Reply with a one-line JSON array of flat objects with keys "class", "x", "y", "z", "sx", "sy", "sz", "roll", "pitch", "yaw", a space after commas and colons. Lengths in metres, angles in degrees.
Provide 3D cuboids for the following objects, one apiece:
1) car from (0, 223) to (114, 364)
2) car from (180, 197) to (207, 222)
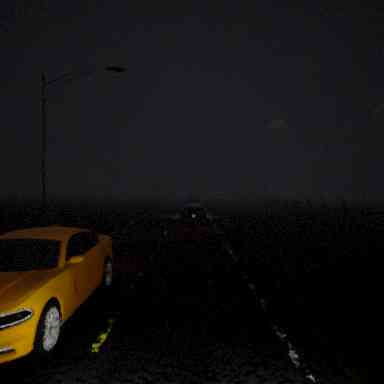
[{"class": "car", "x": -2.838, "y": 1.429, "z": 6.162, "sx": 1.882, "sy": 1.535, "sz": 5.008, "roll": 0, "pitch": 0, "yaw": 0}, {"class": "car", "x": 0.123, "y": 1.342, "z": 23.985, "sx": 1.812, "sy": 1.442, "sz": 4.674, "roll": 0, "pitch": 1, "yaw": 0}]
